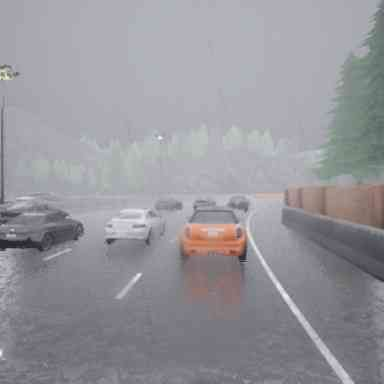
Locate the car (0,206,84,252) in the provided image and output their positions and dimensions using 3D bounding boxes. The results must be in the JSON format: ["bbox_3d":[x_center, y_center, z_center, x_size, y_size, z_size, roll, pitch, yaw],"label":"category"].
[{"bbox_3d":[-6.073,1.481,13.555,1.994,1.385,4.181,0,0,5],"label":"car"}]

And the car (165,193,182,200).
[{"bbox_3d":[-4.376,1.080,78.451,1.812,1.442,4.674,0,0,27],"label":"car"}]

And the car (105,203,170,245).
[{"bbox_3d":[-2.421,1.443,14.918,1.812,1.442,4.674,0,0,6],"label":"car"}]

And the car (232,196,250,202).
[{"bbox_3d":[5.167,1.173,36.085,2.097,1.767,4.553,0,0,15],"label":"car"}]

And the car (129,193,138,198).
[{"bbox_3d":[-12.653,0.921,77.724,2.097,1.767,4.553,0,0,25],"label":"car"}]

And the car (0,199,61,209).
[{"bbox_3d":[-8.938,1.388,19.165,1.837,1.490,4.892,0,0,7],"label":"car"}]

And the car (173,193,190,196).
[{"bbox_3d":[-2.180,1.034,75.129,2.033,1.411,5.357,0,0,27],"label":"car"}]

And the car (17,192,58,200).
[{"bbox_3d":[-16.510,1.129,36.729,2.097,1.767,4.553,0,0,14],"label":"car"}]

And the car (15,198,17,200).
[{"bbox_3d":[-19.130,0.975,40.797,2.150,2.045,5.566,0,0,15],"label":"car"}]

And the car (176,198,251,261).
[{"bbox_3d":[0.830,1.289,12.210,2.097,1.767,4.553,0,0,5],"label":"car"}]

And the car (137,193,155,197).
[{"bbox_3d":[-9.767,1.087,75.667,1.837,1.490,4.892,0,0,25],"label":"car"}]

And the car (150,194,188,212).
[{"bbox_3d":[-2.320,1.304,35.116,2.128,1.511,4.902,0,0,14],"label":"car"}]
